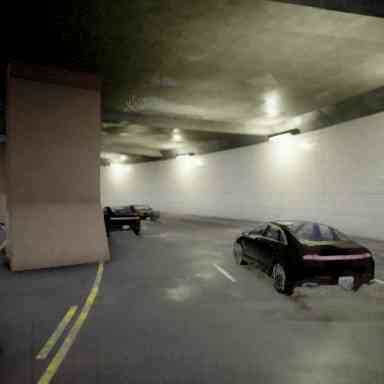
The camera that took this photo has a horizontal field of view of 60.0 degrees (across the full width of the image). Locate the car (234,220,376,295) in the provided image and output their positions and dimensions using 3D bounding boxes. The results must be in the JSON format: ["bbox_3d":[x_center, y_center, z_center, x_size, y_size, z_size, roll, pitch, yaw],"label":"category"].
[{"bbox_3d":[2.544,1.483,8.756,2.128,1.511,4.902,0,0,-10],"label":"car"}]

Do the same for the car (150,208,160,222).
[{"bbox_3d":[-4.378,1.629,25.772,1.895,1.301,4.718,0,0,-34],"label":"car"}]

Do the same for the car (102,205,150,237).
[{"bbox_3d":[-4.267,1.517,18.544,2.128,1.511,4.902,0,0,-25],"label":"car"}]
